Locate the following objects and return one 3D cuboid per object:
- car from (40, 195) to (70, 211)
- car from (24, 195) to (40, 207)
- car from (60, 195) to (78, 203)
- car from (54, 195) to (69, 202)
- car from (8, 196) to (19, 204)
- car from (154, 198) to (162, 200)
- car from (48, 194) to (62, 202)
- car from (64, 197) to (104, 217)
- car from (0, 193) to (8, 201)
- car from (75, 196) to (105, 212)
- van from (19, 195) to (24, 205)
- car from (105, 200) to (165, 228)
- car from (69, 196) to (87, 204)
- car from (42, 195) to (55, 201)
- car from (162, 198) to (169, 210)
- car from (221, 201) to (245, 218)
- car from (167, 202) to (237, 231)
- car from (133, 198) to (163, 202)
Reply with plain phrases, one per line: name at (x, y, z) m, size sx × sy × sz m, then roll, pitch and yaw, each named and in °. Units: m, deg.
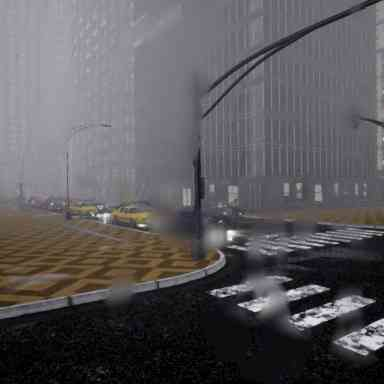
car at (-16.991, 1.429, 41.099) m, size 1.967 × 1.590 × 4.097 m, roll -1°, pitch 1°, yaw -36°
car at (-23.482, 1.411, 50.120) m, size 1.967 × 1.590 × 4.097 m, roll -1°, pitch 1°, yaw -36°
car at (-23.577, 1.386, 63.745) m, size 2.008 × 1.369 × 4.403 m, roll -1°, pitch 1°, yaw -36°
car at (-26.823, 1.407, 68.255) m, size 1.802 × 1.307 × 4.206 m, roll -1°, pitch 1°, yaw -36°
car at (-33.219, 1.494, 63.653) m, size 2.008 × 1.369 × 4.403 m, roll -1°, pitch 1°, yaw -36°
car at (-5.408, 1.433, 34.268) m, size 1.837 × 1.490 × 4.892 m, roll -1°, pitch 1°, yaw -36°
car at (-30.070, 1.256, 72.765) m, size 1.967 × 1.590 × 4.097 m, roll -1°, pitch 1°, yaw -36°
car at (-10.448, 1.533, 31.908) m, size 1.752 × 1.417 × 4.829 m, roll -1°, pitch 1°, yaw -36°
car at (-46.202, 1.449, 81.694) m, size 1.887 × 1.381 × 4.507 m, roll -1°, pitch 1°, yaw -36°
car at (-11.009, 1.454, 37.025) m, size 2.128 × 1.511 × 4.902 m, roll -1°, pitch 1°, yaw -36°
van at (-26.729, 1.303, 54.630) m, size 1.690 × 1.788 × 3.998 m, roll -1°, pitch 1°, yaw -36°
car at (-4.012, 1.552, 22.844) m, size 1.752 × 1.417 × 4.829 m, roll -1°, pitch 1°, yaw -36°
car at (-20.331, 1.389, 59.234) m, size 1.887 × 1.381 × 4.507 m, roll -1°, pitch 1°, yaw -36°
car at (-33.414, 1.332, 77.414) m, size 1.752 × 1.417 × 4.829 m, roll -1°, pitch 1°, yaw -36°
car at (-4.057, 1.328, 36.716) m, size 1.967 × 1.590 × 4.097 m, roll -1°, pitch 1°, yaw -36°
car at (2.495, 1.455, 27.736) m, size 2.008 × 1.369 × 4.403 m, roll -1°, pitch 1°, yaw -36°
car at (0.513, 1.558, 20.998) m, size 1.994 × 1.385 × 4.181 m, roll -1°, pitch 1°, yaw -36°
car at (-4.988, 1.527, 28.642) m, size 2.033 × 1.411 × 5.357 m, roll -1°, pitch 1°, yaw -36°
